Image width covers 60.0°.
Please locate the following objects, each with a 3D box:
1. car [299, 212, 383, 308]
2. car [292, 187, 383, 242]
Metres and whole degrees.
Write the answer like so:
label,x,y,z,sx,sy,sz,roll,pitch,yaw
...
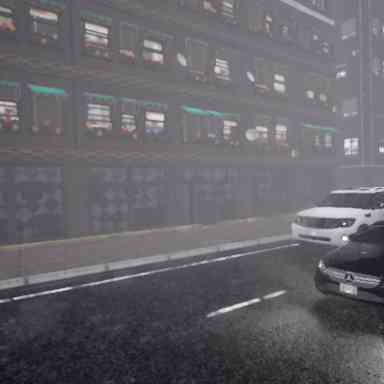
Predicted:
label,x,y,z,sx,sy,sz,roll,pitch,yaw
car,4.511,1.304,6.957,4.674,1.442,1.812,-2,1,-36
car,6.050,0.880,12.075,5.566,2.045,2.150,-2,1,-36
